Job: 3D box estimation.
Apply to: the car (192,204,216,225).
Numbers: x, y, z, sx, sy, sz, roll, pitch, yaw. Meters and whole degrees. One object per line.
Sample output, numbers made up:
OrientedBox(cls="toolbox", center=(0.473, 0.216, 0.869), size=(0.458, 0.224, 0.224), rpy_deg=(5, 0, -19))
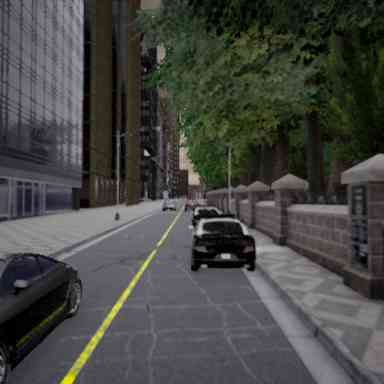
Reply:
OrientedBox(cls="car", center=(0.909, 1.771, 27.315), size=(1.812, 1.442, 4.674), rpy_deg=(0, -1, 0))

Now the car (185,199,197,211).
OrientedBox(cls="car", center=(0.043, 1.793, 48.099), size=(2.097, 1.767, 4.553), rpy_deg=(0, 0, 1))

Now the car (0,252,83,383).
OrientedBox(cls="car", center=(-3.098, 1.608, 4.757), size=(1.994, 1.385, 4.181), rpy_deg=(0, -1, 0))

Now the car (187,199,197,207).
OrientedBox(cls="car", center=(0.020, 2.119, 63.557), size=(1.812, 1.442, 4.674), rpy_deg=(0, -1, 0))

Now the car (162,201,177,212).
OrientedBox(cls="car", center=(-3.077, 1.966, 45.906), size=(2.033, 1.411, 5.357), rpy_deg=(0, -1, 0))

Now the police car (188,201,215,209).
OrientedBox(cls="police car", center=(0.907, 1.617, 21.425), size=(1.930, 1.638, 5.238), rpy_deg=(0, 0, 0))

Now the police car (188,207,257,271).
OrientedBox(cls="police car", center=(0.903, 1.529, 11.423), size=(1.930, 1.638, 5.238), rpy_deg=(0, 0, 0))
